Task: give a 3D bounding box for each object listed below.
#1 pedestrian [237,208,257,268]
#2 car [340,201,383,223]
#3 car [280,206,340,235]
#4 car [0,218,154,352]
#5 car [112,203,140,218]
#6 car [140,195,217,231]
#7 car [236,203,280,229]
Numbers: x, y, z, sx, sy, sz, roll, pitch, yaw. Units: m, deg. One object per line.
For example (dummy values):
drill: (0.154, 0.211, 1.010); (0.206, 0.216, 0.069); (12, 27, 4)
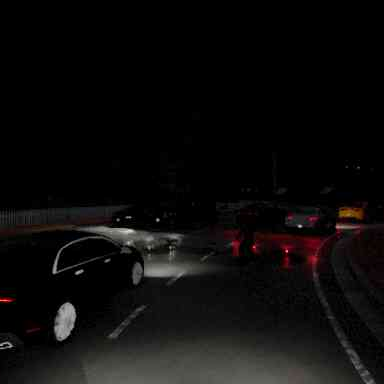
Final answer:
pedestrian: (1.608, 1.294, 9.632); (0.375, 1.860, 0.375); (0, 0, 18)
car: (13.242, 1.477, 25.692); (5.008, 1.535, 1.882); (0, 0, -40)
car: (6.848, 1.525, 18.976); (1.812, 1.442, 4.674); (0, 0, 34)
car: (-2.451, 1.505, 6.382); (1.837, 1.490, 4.892); (0, 0, 12)
car: (-3.326, 1.505, 22.913); (1.837, 1.490, 4.892); (-1, 0, 33)
car: (-0.433, 1.220, 21.133); (2.150, 2.045, 5.566); (0, 0, 33)
car: (4.641, 1.492, 21.766); (2.128, 1.511, 4.902); (0, 0, 36)
